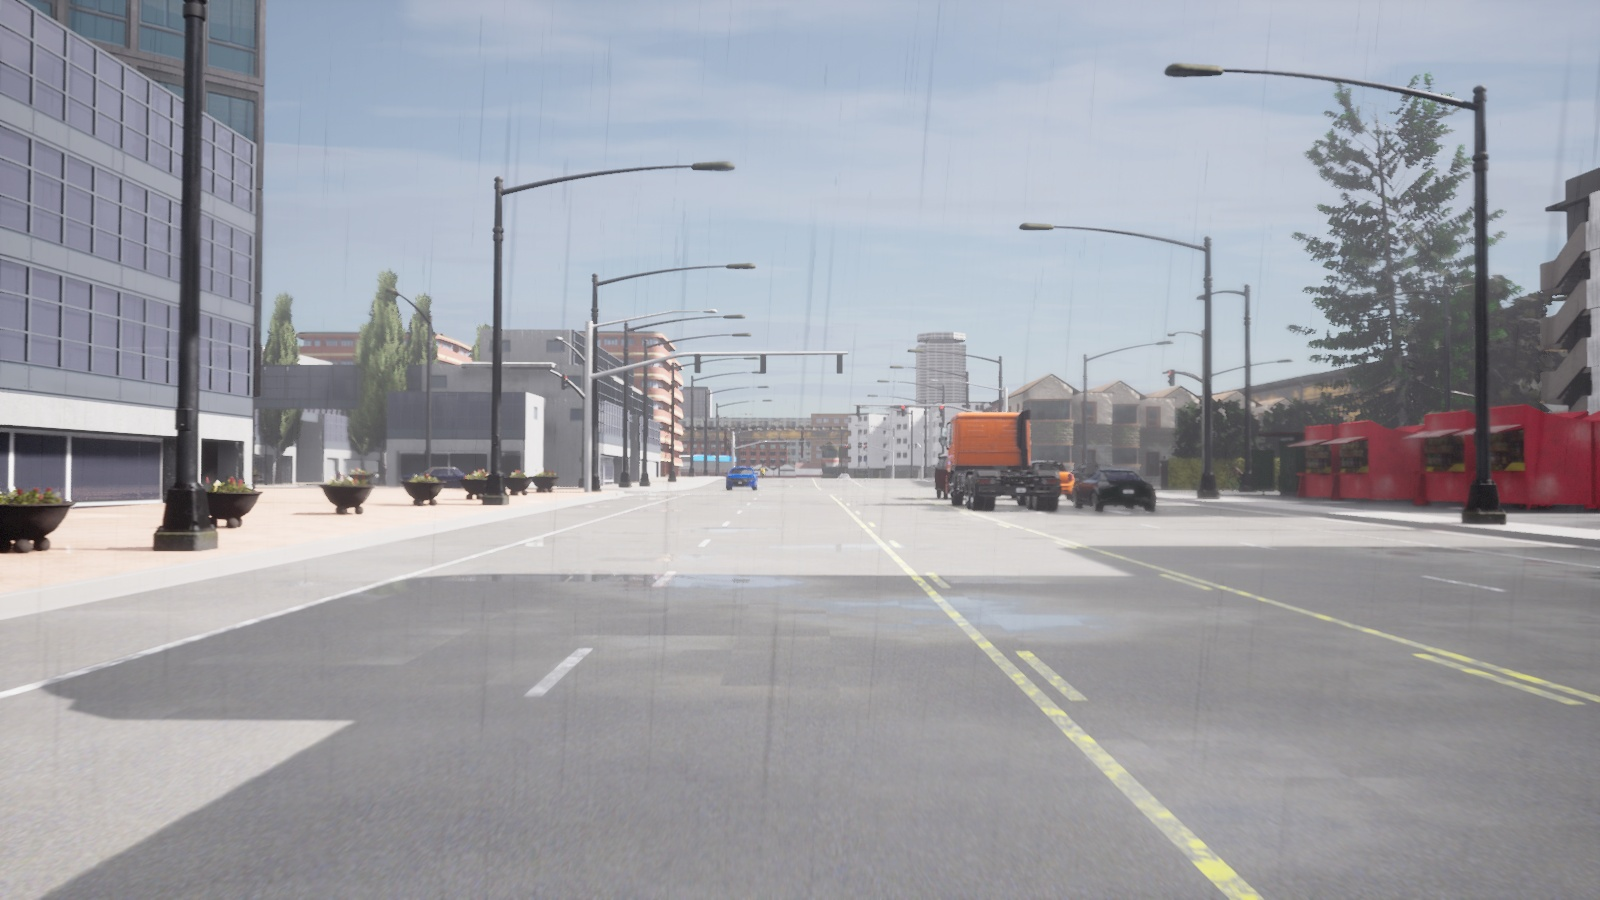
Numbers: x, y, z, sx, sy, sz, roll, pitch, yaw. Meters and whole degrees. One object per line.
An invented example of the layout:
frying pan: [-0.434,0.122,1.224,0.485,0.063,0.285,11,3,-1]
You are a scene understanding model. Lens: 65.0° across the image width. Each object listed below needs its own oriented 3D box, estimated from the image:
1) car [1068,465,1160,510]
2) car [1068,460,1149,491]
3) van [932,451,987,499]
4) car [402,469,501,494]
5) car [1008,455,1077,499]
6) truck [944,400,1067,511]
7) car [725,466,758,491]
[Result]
car: [10.399,1.215,41.882,1.994,1.385,4.181,0,0,0]
car: [16.379,1.357,66.789,3.988,1.617,1.851,-1,-1,7]
van: [6.867,1.057,54.365,1.775,1.987,4.442,0,-1,0]
car: [-18.524,1.693,66.835,4.718,1.301,1.895,0,-1,0]
car: [10.369,1.142,54.033,2.097,1.767,4.553,0,-1,0]
truck: [6.892,0.197,43.283,2.891,3.462,7.936,0,-1,0]
car: [-3.693,1.822,80.345,1.882,1.535,5.008,0,-1,0]
